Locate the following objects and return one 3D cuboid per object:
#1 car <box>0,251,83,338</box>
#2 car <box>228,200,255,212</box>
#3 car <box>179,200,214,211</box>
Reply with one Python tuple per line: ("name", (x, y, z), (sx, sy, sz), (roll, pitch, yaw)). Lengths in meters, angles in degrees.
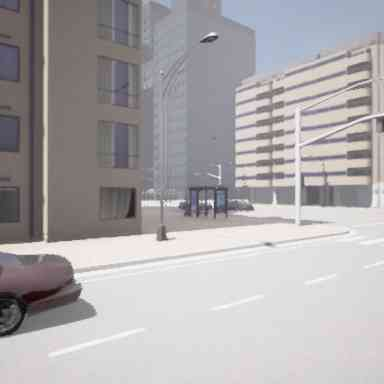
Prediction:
("car", (-4.535, 1.560, 5.082), (5.357, 1.411, 2.033), (0, 0, -35))
("car", (5.801, 1.743, 41.748), (1.994, 1.385, 4.181), (0, 0, -38))
("car", (0.459, 1.727, 42.922), (2.033, 1.411, 5.357), (0, 0, -38))
